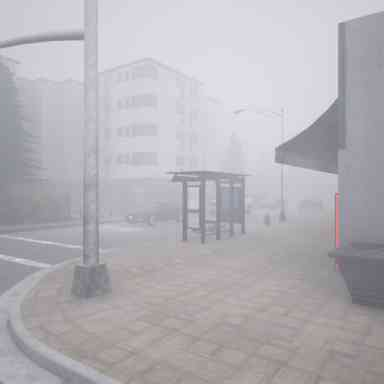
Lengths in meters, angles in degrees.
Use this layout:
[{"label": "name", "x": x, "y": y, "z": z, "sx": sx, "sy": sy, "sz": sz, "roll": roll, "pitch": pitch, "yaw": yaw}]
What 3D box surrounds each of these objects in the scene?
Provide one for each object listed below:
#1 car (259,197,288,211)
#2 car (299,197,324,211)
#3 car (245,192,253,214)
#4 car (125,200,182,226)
[{"label": "car", "x": 9.521, "y": 1.301, "z": 38.562, "sx": 1.882, "sy": 1.535, "sz": 5.008, "roll": 0, "pitch": 0, "yaw": 36}, {"label": "car", "x": 13.751, "y": 1.329, "z": 38.192, "sx": 1.837, "sy": 1.490, "sz": 4.892, "roll": 0, "pitch": 0, "yaw": 36}, {"label": "car", "x": 3.578, "y": 1.045, "z": 30.347, "sx": 2.150, "sy": 2.045, "sz": 5.566, "roll": 0, "pitch": 0, "yaw": 36}, {"label": "car", "x": -2.307, "y": 1.328, "z": 22.164, "sx": 1.837, "sy": 1.490, "sz": 4.892, "roll": 0, "pitch": 0, "yaw": 36}]
